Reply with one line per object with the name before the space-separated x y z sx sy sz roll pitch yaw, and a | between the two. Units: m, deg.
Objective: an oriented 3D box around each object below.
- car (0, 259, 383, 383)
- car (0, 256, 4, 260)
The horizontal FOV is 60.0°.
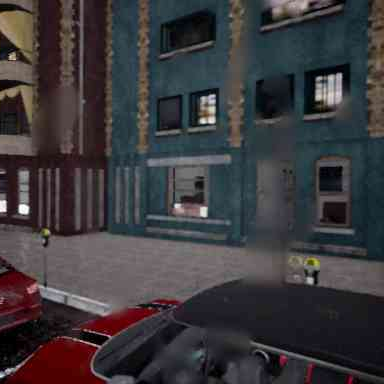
car | 0.370 1.429 2.461 4.097 1.590 1.967 0 1 34
car | -4.210 1.561 5.595 4.206 1.307 1.802 0 1 34
